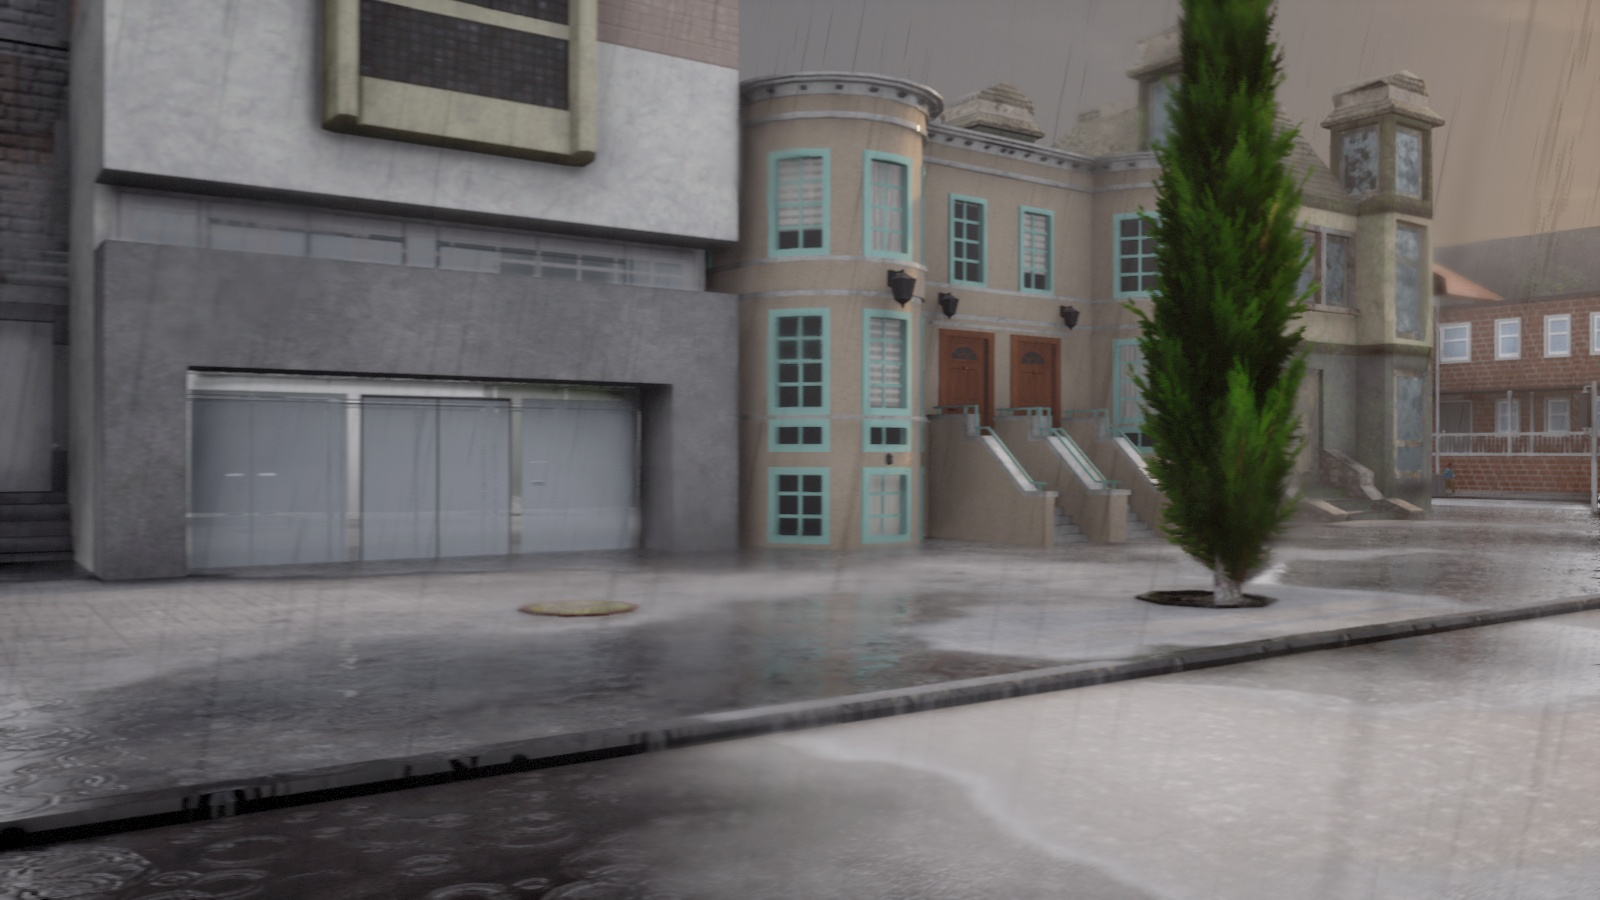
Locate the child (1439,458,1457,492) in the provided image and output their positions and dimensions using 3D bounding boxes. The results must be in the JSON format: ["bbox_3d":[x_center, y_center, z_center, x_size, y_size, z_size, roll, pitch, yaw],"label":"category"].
[{"bbox_3d":[23.039,0.895,44.639,0.343,1.192,0.448,0,0,-36],"label":"child"}]

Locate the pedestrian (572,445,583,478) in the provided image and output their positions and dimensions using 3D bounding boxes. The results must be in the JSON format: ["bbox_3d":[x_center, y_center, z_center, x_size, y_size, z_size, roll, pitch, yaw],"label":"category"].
[{"bbox_3d":[-12.738,0.657,71.799,0.354,1.836,0.706,0,0,-37],"label":"pedestrian"}]
